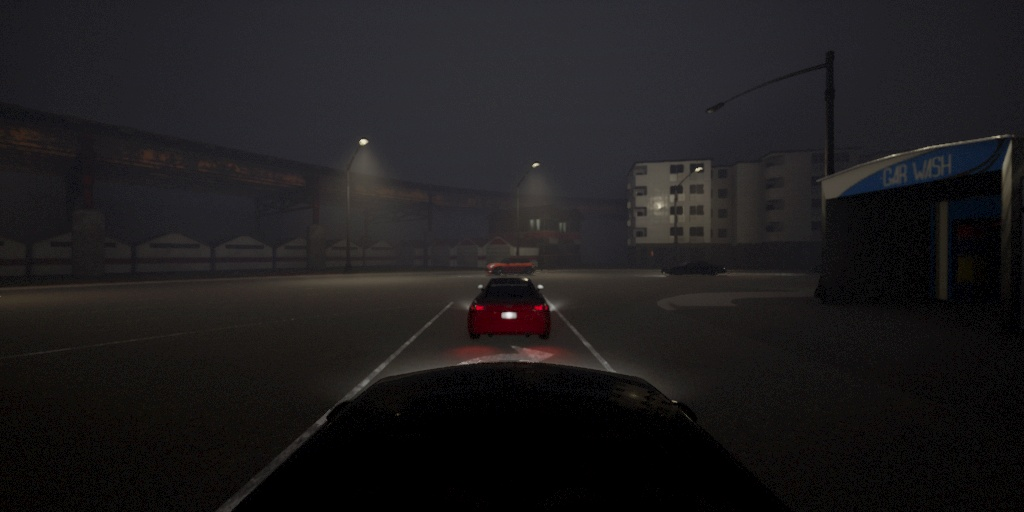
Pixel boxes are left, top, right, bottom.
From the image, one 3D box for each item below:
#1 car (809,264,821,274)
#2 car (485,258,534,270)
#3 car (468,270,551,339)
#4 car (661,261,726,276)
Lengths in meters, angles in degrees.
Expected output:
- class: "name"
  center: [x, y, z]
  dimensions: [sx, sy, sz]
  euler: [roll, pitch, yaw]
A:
- class: "car"
  center: [31.430, 1.076, 34.130]
  dimensions: [4.902, 1.511, 2.128]
  euler: [0, 0, 18]
- class: "car"
  center: [-0.265, 0.942, 33.732]
  dimensions: [4.553, 1.767, 2.097]
  euler: [0, 1, -19]
- class: "car"
  center: [-0.045, 1.273, 9.937]
  dimensions: [1.994, 1.385, 4.181]
  euler: [0, 0, 1]
- class: "car"
  center: [16.710, 1.139, 33.114]
  dimensions: [5.357, 1.411, 2.033]
  euler: [0, 0, 1]
